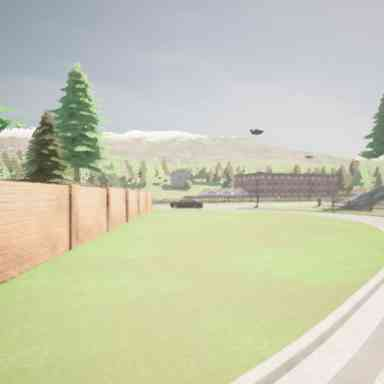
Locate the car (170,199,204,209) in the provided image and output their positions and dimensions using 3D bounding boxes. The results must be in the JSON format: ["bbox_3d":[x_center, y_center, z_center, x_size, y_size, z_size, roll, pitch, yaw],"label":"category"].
[{"bbox_3d":[-0.789,1.763,49.419,5.008,1.535,1.882,0,0,15],"label":"car"}]
